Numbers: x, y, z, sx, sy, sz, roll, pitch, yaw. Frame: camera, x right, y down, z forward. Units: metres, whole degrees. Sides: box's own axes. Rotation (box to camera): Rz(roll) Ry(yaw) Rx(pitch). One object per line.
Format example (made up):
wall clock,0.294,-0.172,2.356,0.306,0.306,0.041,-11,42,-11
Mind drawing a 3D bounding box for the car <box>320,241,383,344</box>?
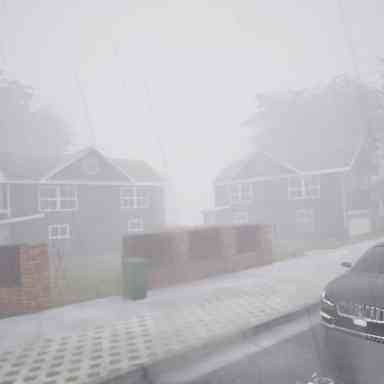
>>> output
car,4.408,1.754,6.648,4.892,1.490,1.837,1,-5,-40
